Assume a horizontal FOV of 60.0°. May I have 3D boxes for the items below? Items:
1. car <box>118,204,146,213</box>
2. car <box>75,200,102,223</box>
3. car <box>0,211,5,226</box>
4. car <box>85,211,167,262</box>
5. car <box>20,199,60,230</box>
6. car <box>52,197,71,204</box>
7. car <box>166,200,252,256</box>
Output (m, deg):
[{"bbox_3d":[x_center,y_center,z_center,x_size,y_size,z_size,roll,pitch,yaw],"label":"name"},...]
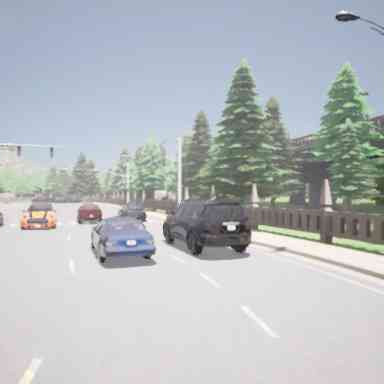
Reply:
[{"bbox_3d":[-5.273,1.778,29.067,2.128,1.511,4.902,0,0,-21],"label":"car"},{"bbox_3d":[-8.796,1.756,28.497,1.882,1.535,5.008,0,0,-21],"label":"car"},{"bbox_3d":[-14.046,1.767,22.558,2.033,1.411,5.357,0,-1,-21],"label":"car"},{"bbox_3d":[-2.808,1.675,12.887,2.033,1.411,5.357,0,-1,-21],"label":"car"},{"bbox_3d":[-10.467,1.575,22.979,2.097,1.767,4.553,0,0,-21],"label":"car"},{"bbox_3d":[-34.903,2.382,88.875,1.812,1.442,4.674,1,-1,-43],"label":"car"},{"bbox_3d":[0.440,1.365,14.197,2.150,2.045,5.566,0,0,-21],"label":"car"}]
